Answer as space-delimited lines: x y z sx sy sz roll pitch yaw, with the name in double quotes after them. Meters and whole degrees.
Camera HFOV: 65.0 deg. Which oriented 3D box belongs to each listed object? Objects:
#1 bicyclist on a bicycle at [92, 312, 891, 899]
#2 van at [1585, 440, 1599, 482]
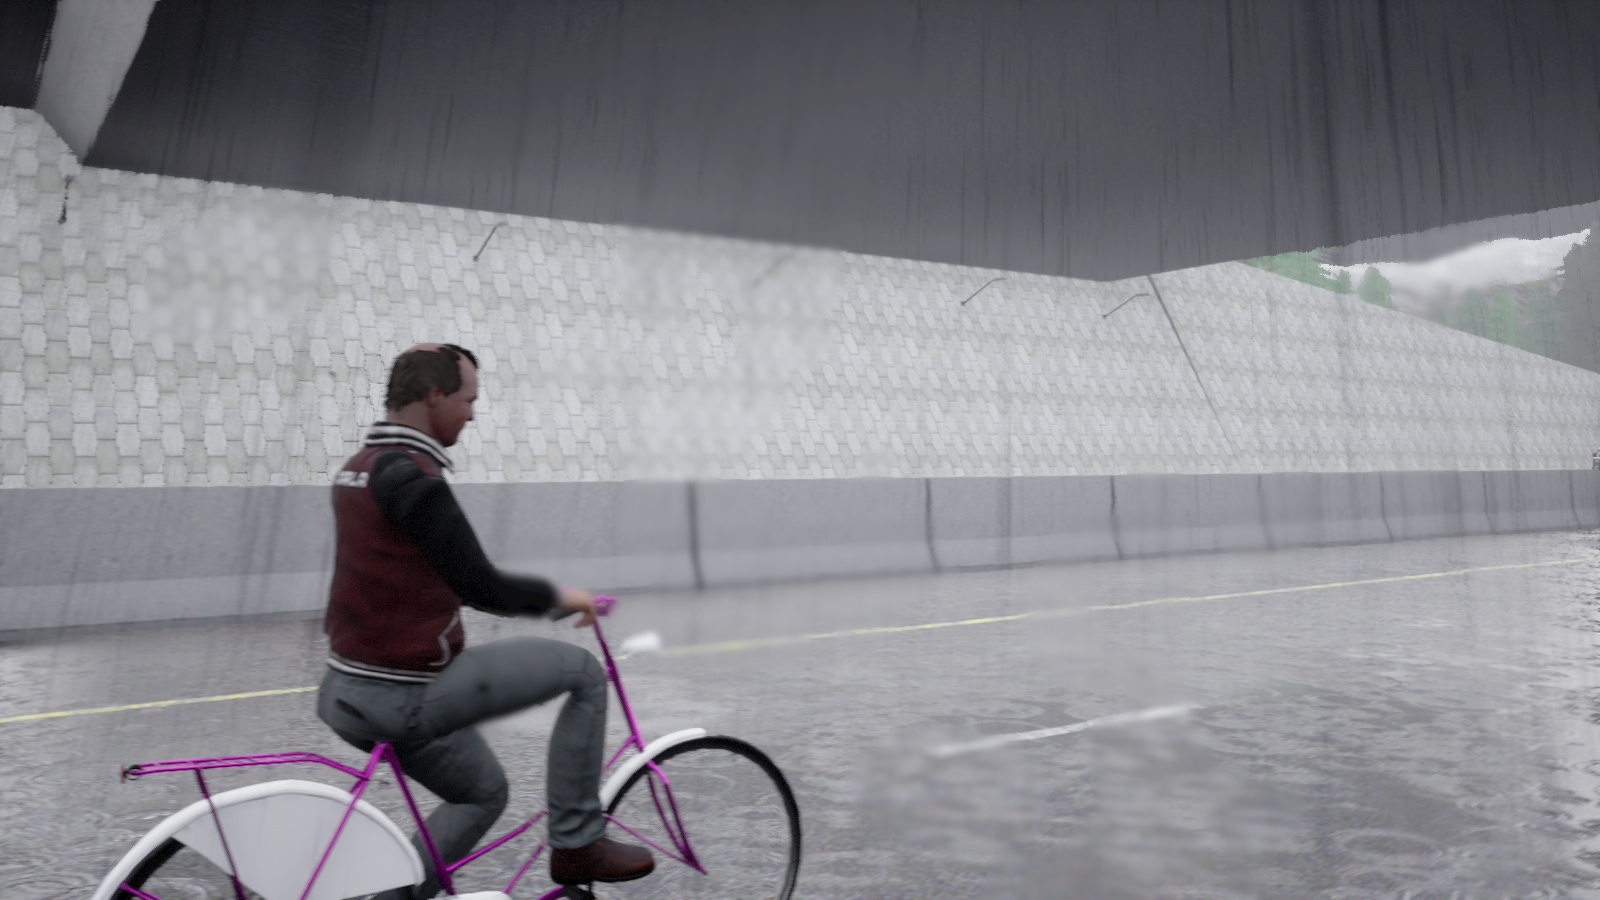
-0.697 0.625 3.174 1.843 1.776 0.659 0 0 -35 "bicyclist on a bicycle"
40.880 0.534 61.901 4.480 2.038 2.069 0 0 -35 "van"
